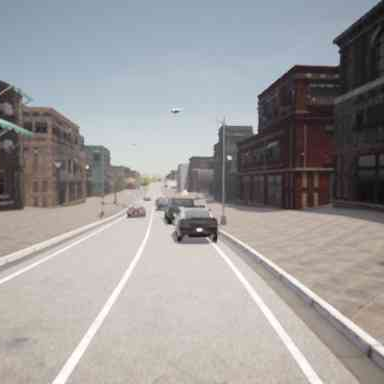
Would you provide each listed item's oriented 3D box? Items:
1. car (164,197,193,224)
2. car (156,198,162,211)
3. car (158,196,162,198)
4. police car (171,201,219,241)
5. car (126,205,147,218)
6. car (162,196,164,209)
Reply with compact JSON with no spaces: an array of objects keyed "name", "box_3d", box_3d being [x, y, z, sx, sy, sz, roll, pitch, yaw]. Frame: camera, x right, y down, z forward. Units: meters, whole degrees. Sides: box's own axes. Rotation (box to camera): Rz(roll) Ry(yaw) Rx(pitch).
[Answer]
[{"name":"car","box_3d":[-0.922,1.472,26.935,2.150,2.045,5.566,0,-2,-6]},{"name":"car","box_3d":[-4.610,2.097,52.192,1.837,1.490,4.892,0,1,-6]},{"name":"car","box_3d":[-6.244,1.651,67.013,2.097,1.767,4.553,0,2,-6]},{"name":"police car","box_3d":[0.105,1.468,16.989,1.930,1.638,5.238,0,-1,-5]},{"name":"car","box_3d":[-5.917,2.054,35.828,1.994,1.385,4.181,0,-1,-6]},{"name":"car","box_3d":[-1.580,1.636,32.908,2.150,2.045,5.566,0,-1,-6]}]
